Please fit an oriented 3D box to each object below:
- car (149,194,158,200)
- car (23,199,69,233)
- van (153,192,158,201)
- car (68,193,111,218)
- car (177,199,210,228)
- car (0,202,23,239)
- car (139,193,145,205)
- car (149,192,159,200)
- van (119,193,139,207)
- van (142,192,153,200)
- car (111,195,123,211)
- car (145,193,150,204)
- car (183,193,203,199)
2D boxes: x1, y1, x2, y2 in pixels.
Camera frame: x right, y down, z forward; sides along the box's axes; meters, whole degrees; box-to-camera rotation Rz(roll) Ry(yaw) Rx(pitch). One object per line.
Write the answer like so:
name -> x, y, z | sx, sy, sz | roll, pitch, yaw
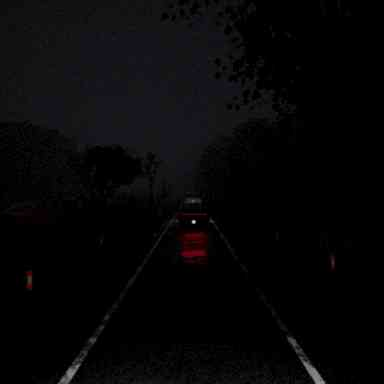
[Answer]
car -> -9.855, 1.361, 84.865 | 2.002, 1.452, 4.674 | 1, -1, -5
car -> -9.031, 1.293, 18.369 | 2.097, 1.535, 5.008 | 0, 0, 2
van -> -9.243, 1.093, 73.628 | 1.878, 1.987, 4.442 | 0, -1, -2
car -> -9.041, 1.073, 28.253 | 2.435, 2.045, 5.566 | 0, 0, 1
car -> 0.104, 1.426, 21.402 | 1.837, 1.490, 4.892 | 0, 1, 0
car -> -9.025, 1.306, 12.821 | 2.097, 1.535, 5.008 | 0, 0, 2
car -> -9.065, 1.306, 51.654 | 2.231, 1.521, 4.892 | 0, -1, -2
car -> -10.378, 1.067, 90.403 | 2.435, 2.045, 5.566 | 1, -1, -9
van -> -9.065, 1.098, 45.969 | 1.878, 1.987, 4.442 | 0, 0, 2
van -> -9.079, 1.089, 63.677 | 1.878, 1.987, 4.442 | 0, -1, -2
car -> -9.048, 1.355, 34.998 | 2.002, 1.452, 4.674 | 0, 0, 0
car -> -9.070, 1.340, 57.165 | 2.163, 1.488, 4.792 | 0, -1, -2
car -> 0.107, 1.101, 40.363 | 2.150, 2.045, 5.566 | 0, 0, 0
